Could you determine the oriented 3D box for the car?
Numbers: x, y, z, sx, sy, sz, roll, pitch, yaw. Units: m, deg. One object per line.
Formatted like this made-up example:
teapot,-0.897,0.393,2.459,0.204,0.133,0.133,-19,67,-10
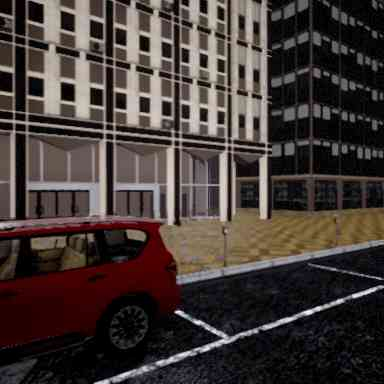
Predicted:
car,-2.493,1.316,4.498,5.009,1.841,2.192,0,0,-35
